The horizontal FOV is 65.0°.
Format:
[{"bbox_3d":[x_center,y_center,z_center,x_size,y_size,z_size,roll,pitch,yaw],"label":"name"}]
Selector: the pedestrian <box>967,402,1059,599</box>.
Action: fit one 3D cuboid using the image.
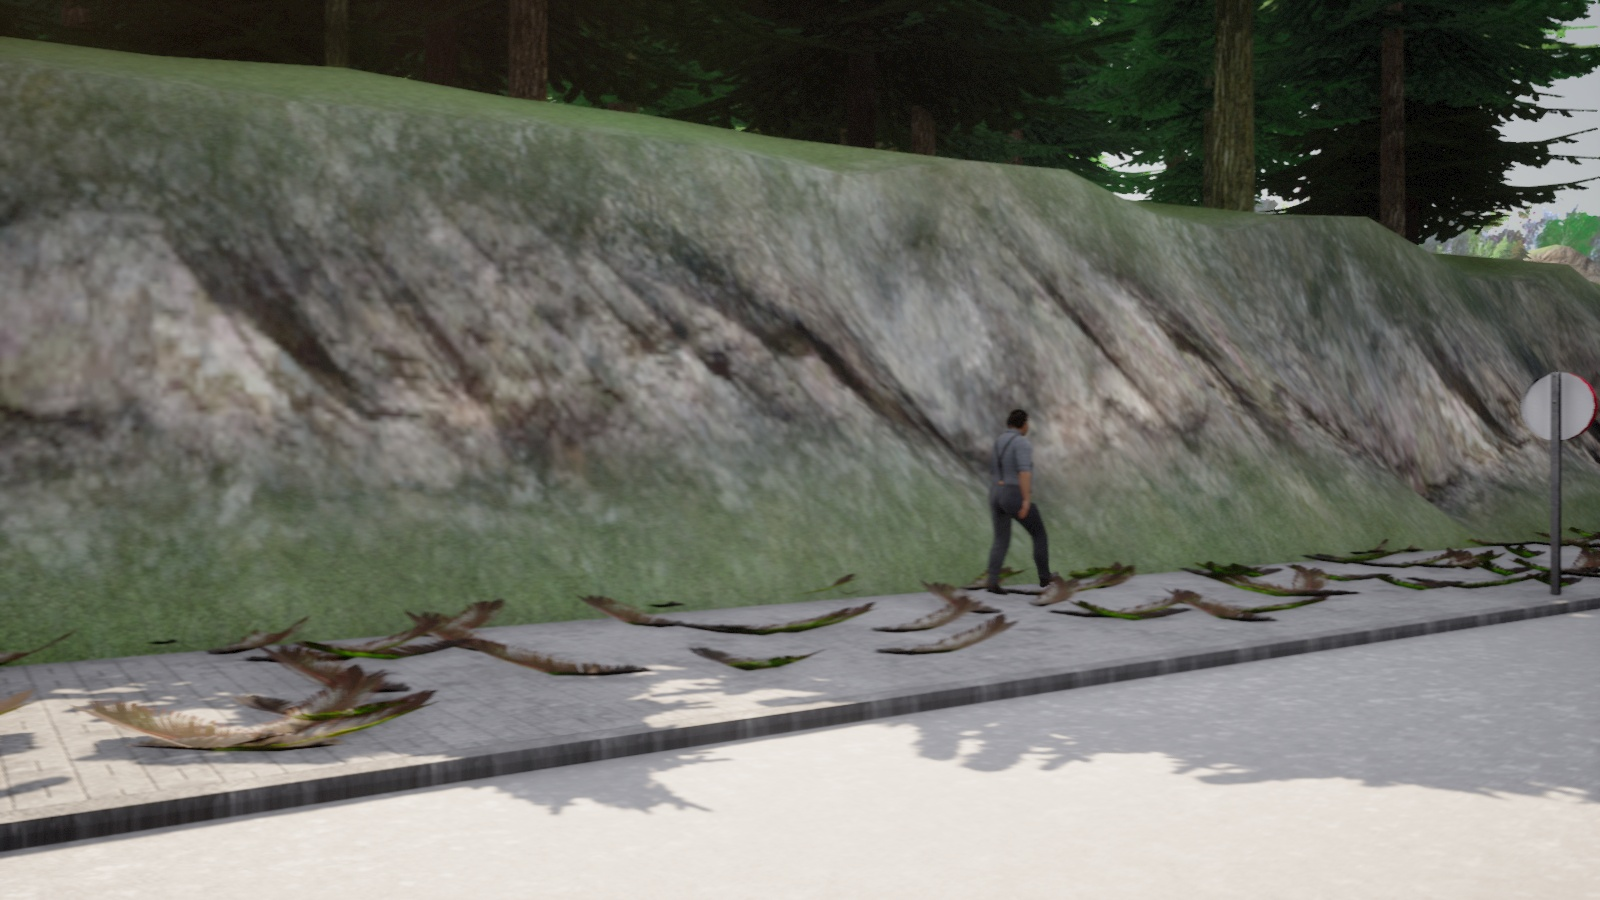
[{"bbox_3d":[2.069,0.473,12.177,0.694,1.848,0.540,0,0,-35],"label":"pedestrian"}]
